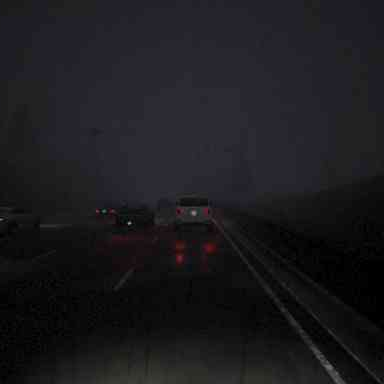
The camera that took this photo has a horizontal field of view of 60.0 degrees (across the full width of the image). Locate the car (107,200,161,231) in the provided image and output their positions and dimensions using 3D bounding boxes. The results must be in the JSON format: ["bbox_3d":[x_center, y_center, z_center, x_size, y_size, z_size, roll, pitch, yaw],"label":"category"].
[{"bbox_3d":[-3.400,1.496,20.509,2.128,1.511,4.902,0,0,0],"label":"car"}]

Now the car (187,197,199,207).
[{"bbox_3d":[0.103,1.537,51.072,1.812,1.442,4.674,0,0,0],"label":"car"}]

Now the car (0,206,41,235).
[{"bbox_3d":[-10.401,1.532,18.942,1.812,1.442,4.674,0,0,0],"label":"car"}]

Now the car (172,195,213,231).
[{"bbox_3d":[0.099,1.225,20.888,2.150,2.045,5.566,0,0,0],"label":"car"}]

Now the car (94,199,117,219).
[{"bbox_3d":[-6.895,1.555,28.695,2.033,1.411,5.357,0,0,0],"label":"car"}]

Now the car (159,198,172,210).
[{"bbox_3d":[-3.397,1.488,42.907,1.882,1.535,5.008,0,0,0],"label":"car"}]
